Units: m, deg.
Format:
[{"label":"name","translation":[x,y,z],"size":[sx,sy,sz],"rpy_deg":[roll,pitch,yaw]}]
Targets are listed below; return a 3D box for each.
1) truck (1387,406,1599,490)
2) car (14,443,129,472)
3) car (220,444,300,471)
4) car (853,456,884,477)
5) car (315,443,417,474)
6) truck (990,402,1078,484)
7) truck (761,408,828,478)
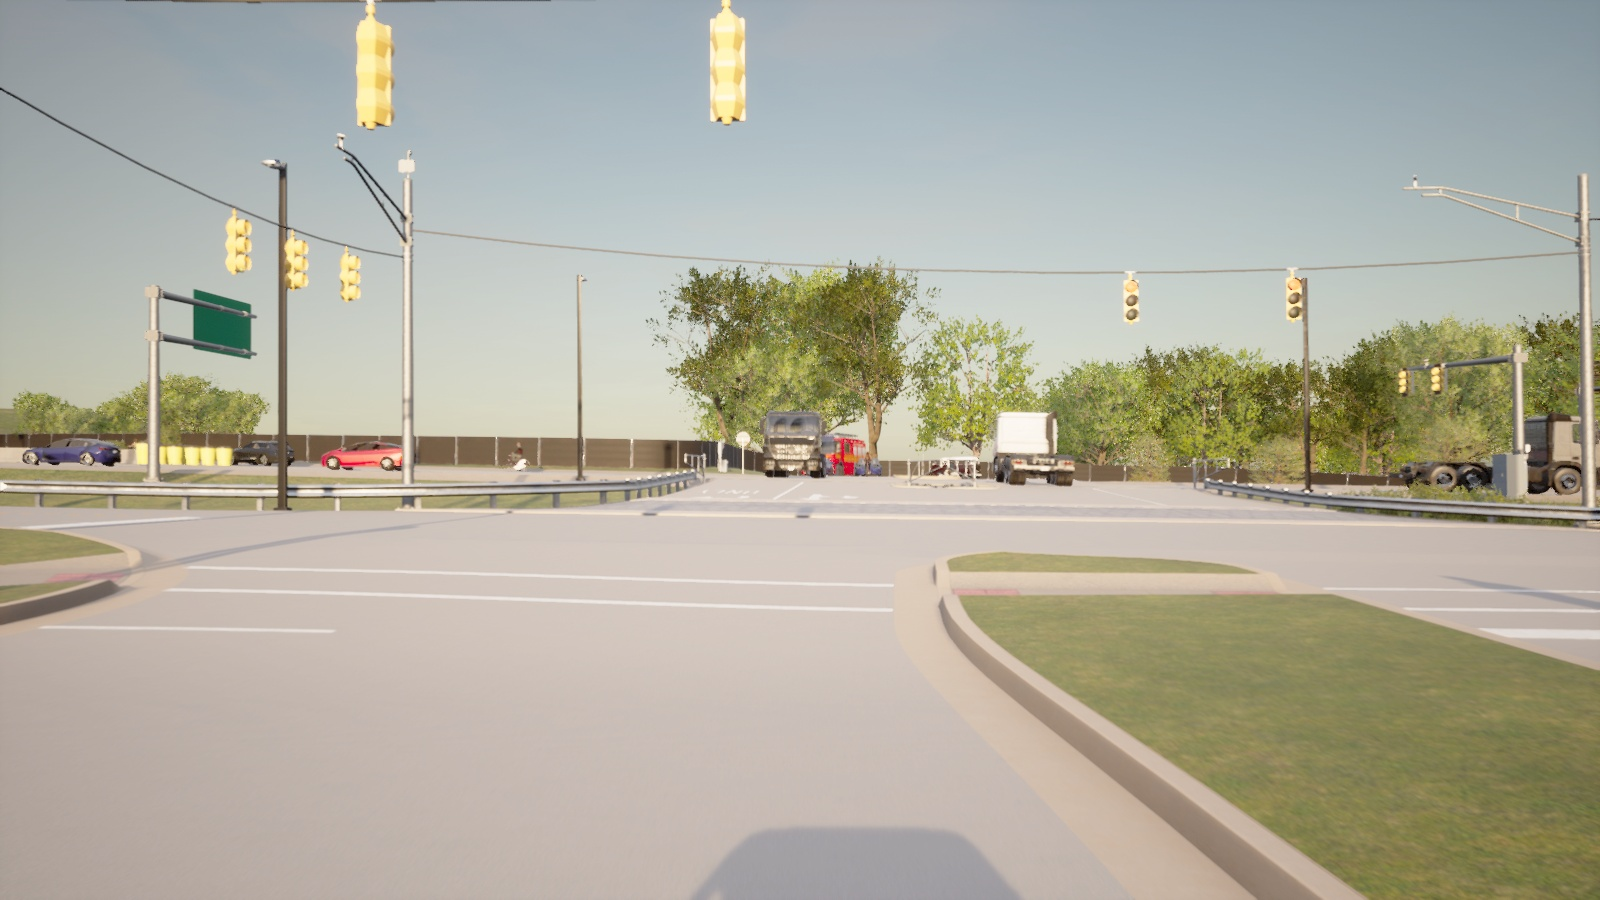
[{"label":"truck","translation":[29.958,-0.081,54.123],"size":[7.936,3.462,2.891],"rpy_deg":[1,-1,4]},{"label":"car","translation":[-38.239,0.416,65.989],"size":[4.792,1.488,2.163],"rpy_deg":[0,-1,4]},{"label":"car","translation":[-34.755,0.480,80.826],"size":[4.856,1.649,2.033],"rpy_deg":[0,0,25]},{"label":"car","translation":[5.051,1.238,92.204],"size":[2.163,1.488,4.792],"rpy_deg":[0,-2,4]},{"label":"car","translation":[-22.370,0.463,64.858],"size":[4.514,1.525,2.007],"rpy_deg":[0,-1,4]},{"label":"truck","translation":[10.599,-0.258,57.689],"size":[2.891,3.462,7.936],"rpy_deg":[1,-1,3]},{"label":"truck","translation":[-0.182,-0.271,65.895],"size":[2.891,3.462,7.936],"rpy_deg":[0,-1,4]}]
